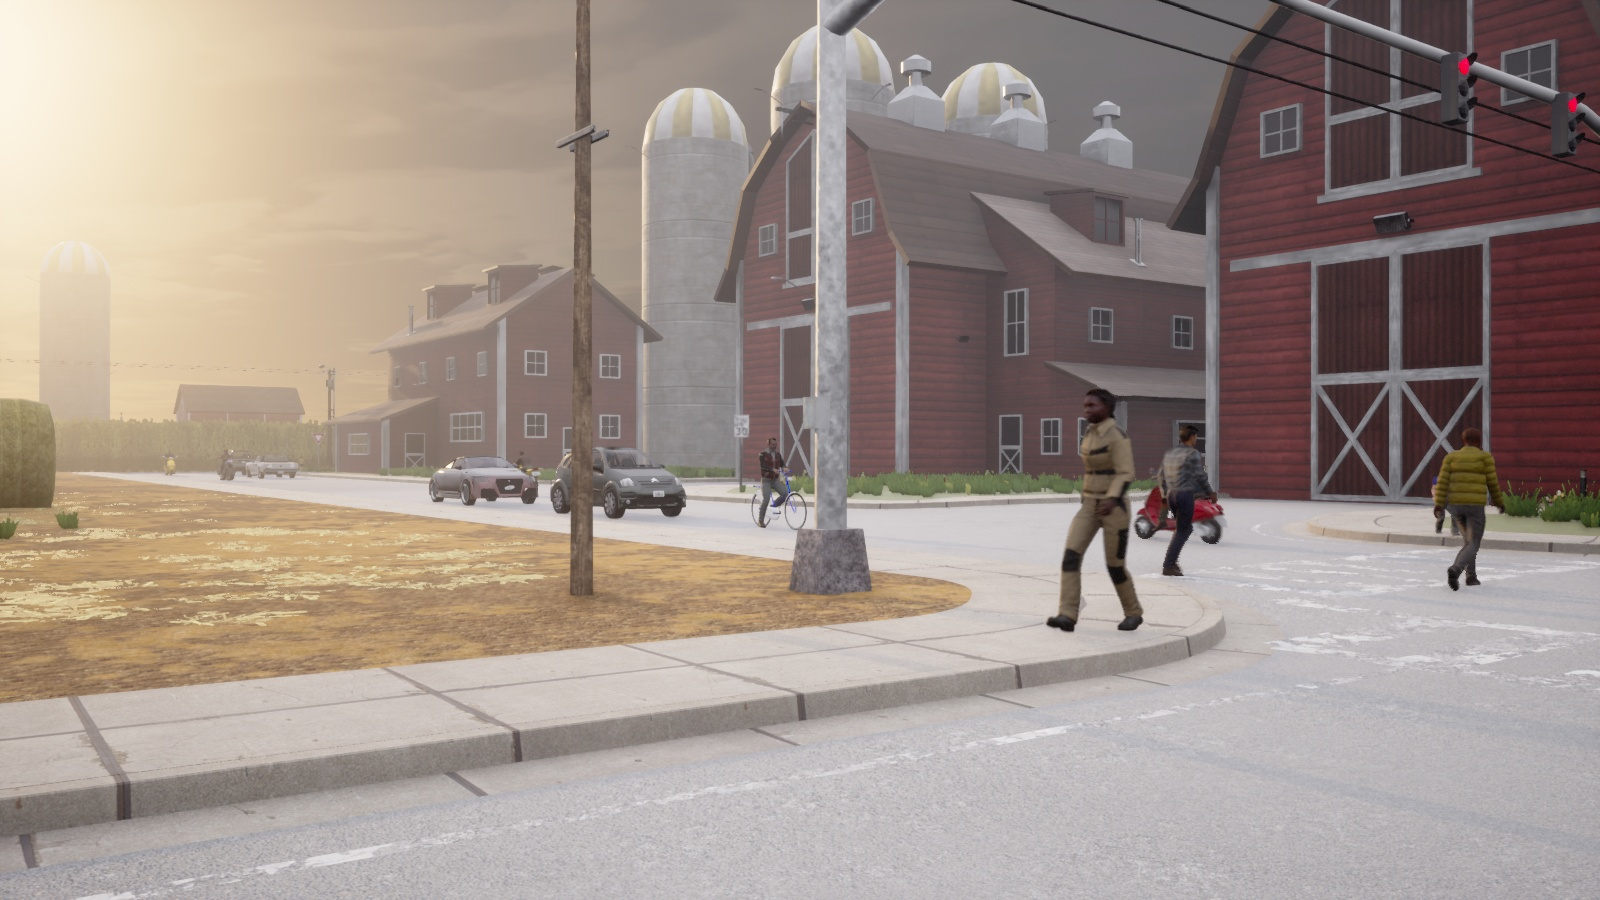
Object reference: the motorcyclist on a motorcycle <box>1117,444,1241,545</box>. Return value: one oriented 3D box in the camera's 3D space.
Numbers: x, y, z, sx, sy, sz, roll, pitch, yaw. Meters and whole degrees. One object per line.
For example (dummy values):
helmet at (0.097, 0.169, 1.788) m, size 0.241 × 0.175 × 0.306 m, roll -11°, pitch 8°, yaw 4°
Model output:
motorcyclist on a motorcycle at (6.254, 0.710, 20.804) m, size 0.866 × 1.590 × 1.817 m, roll 0°, pitch 0°, yaw -36°

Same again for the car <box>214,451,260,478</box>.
car at (-34.760, 0.880, 77.491) m, size 1.851 × 1.617 × 3.988 m, roll 0°, pitch 0°, yaw -36°

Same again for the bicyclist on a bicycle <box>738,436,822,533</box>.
bicyclist on a bicycle at (-0.400, 0.642, 24.026) m, size 0.659 × 1.776 × 1.843 m, roll -1°, pitch 0°, yaw -36°

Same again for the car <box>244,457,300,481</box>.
car at (-29.673, 1.055, 70.457) m, size 1.895 × 1.301 × 4.718 m, roll 0°, pitch 0°, yaw -36°

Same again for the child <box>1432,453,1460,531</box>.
child at (10.579, 0.687, 20.559) m, size 0.270 × 1.263 × 0.437 m, roll 0°, pitch 0°, yaw 8°

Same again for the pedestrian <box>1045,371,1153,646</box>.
pedestrian at (2.185, 0.409, 9.166) m, size 0.692 × 1.930 × 0.396 m, roll 0°, pitch 0°, yaw -33°

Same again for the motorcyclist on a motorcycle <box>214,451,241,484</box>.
motorcyclist on a motorcycle at (-28.954, 0.886, 63.495) m, size 0.766 × 1.649 × 2.350 m, roll 0°, pitch 0°, yaw -36°

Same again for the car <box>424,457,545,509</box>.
car at (-9.125, 0.891, 36.096) m, size 1.994 × 1.385 × 4.181 m, roll 0°, pitch 0°, yaw -36°

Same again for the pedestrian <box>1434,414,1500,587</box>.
pedestrian at (7.284, 0.539, 13.712) m, size 0.726 × 1.835 × 0.370 m, roll 0°, pitch 0°, yaw -38°

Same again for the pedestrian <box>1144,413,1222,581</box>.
pedestrian at (4.557, 0.548, 14.943) m, size 0.788 × 1.949 × 0.423 m, roll 0°, pitch 0°, yaw -24°

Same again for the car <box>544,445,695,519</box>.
car at (-4.280, 0.698, 29.392) m, size 1.851 × 1.617 × 3.988 m, roll 0°, pitch 0°, yaw -36°
